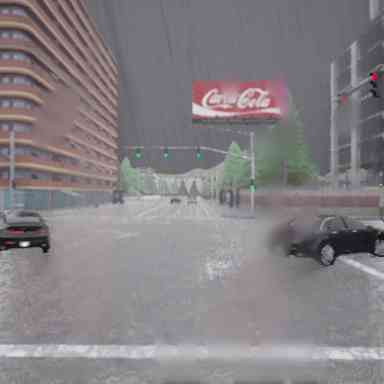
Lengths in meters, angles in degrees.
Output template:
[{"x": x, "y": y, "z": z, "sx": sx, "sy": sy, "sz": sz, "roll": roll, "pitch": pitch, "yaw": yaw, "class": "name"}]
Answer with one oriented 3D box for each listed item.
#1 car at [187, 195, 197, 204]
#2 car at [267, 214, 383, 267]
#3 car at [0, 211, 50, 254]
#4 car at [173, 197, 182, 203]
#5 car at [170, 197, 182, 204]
[{"x": -0.013, "y": 1.811, "z": 68.539, "sx": 1.895, "sy": 1.301, "sz": 4.718, "roll": 0, "pitch": 0, "yaw": 0, "class": "car"}, {"x": 4.840, "y": 1.543, "z": 11.549, "sx": 4.892, "sy": 1.490, "sz": 1.837, "roll": 0, "pitch": -4, "yaw": -30, "class": "car"}, {"x": -7.012, "y": 1.547, "z": 13.478, "sx": 1.837, "sy": 1.490, "sz": 4.892, "roll": 2, "pitch": -1, "yaw": -32, "class": "car"}, {"x": -3.518, "y": 1.787, "z": 78.200, "sx": 1.895, "sy": 1.301, "sz": 4.718, "roll": 0, "pitch": 0, "yaw": -6, "class": "car"}, {"x": -3.513, "y": 1.714, "z": 69.094, "sx": 1.837, "sy": 1.490, "sz": 4.892, "roll": 0, "pitch": 0, "yaw": 0, "class": "car"}]
